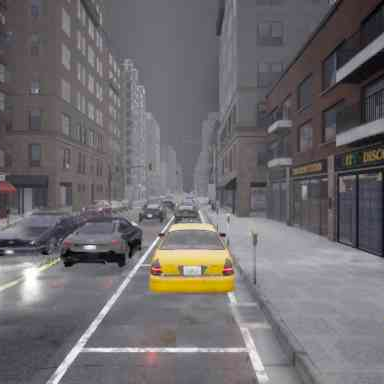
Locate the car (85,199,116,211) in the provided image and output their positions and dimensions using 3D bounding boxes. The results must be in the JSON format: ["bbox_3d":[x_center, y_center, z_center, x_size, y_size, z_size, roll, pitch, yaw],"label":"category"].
[{"bbox_3d":[-8.408,1.440,29.575,1.967,1.590,4.097,0,0,0],"label":"car"}]

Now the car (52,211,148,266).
[{"bbox_3d":[-2.920,1.564,11.550,1.994,1.385,4.181,0,0,0],"label":"car"}]

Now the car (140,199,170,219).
[{"bbox_3d":[-3.022,1.525,26.094,1.812,1.442,4.674,0,0,0],"label":"car"}]

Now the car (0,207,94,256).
[{"bbox_3d":[-5.870,1.547,13.364,2.033,1.411,5.357,0,0,0],"label":"car"}]

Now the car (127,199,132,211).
[{"bbox_3d":[-8.408,1.551,40.611,2.008,1.369,4.403,0,0,0],"label":"car"}]

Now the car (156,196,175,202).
[{"bbox_3d":[-2.919,1.503,40.008,1.837,1.490,4.892,0,0,0],"label":"car"}]

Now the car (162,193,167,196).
[{"bbox_3d":[-8.408,1.518,90.251,1.752,1.417,4.829,0,0,0],"label":"car"}]

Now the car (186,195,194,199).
[{"bbox_3d":[-0.383,1.440,35.101,1.967,1.590,4.097,0,0,0],"label":"car"}]

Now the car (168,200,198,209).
[{"bbox_3d":[-0.383,1.551,24.063,2.008,1.369,4.403,0,0,0],"label":"car"}]

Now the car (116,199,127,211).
[{"bbox_3d":[-8.408,1.525,34.923,1.752,1.417,4.829,0,0,0],"label":"car"}]

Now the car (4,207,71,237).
[{"bbox_3d":[-8.408,1.582,18.538,1.802,1.307,4.206,0,0,0],"label":"car"}]

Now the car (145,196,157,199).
[{"bbox_3d":[-8.408,1.549,67.693,2.008,1.369,4.403,0,0,0],"label":"car"}]

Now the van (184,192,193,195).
[{"bbox_3d":[-0.383,1.339,67.702,1.690,1.788,3.998,0,0,0],"label":"van"}]

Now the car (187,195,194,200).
[{"bbox_3d":[-0.383,1.575,90.427,1.802,1.307,4.206,0,0,0],"label":"car"}]

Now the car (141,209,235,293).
[{"bbox_3d":[0.005,1.457,8.840,1.801,1.575,5.366,0,0,0],"label":"car"}]

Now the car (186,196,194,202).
[{"bbox_3d":[-0.383,1.579,79.064,1.802,1.307,4.206,0,0,0],"label":"car"}]
